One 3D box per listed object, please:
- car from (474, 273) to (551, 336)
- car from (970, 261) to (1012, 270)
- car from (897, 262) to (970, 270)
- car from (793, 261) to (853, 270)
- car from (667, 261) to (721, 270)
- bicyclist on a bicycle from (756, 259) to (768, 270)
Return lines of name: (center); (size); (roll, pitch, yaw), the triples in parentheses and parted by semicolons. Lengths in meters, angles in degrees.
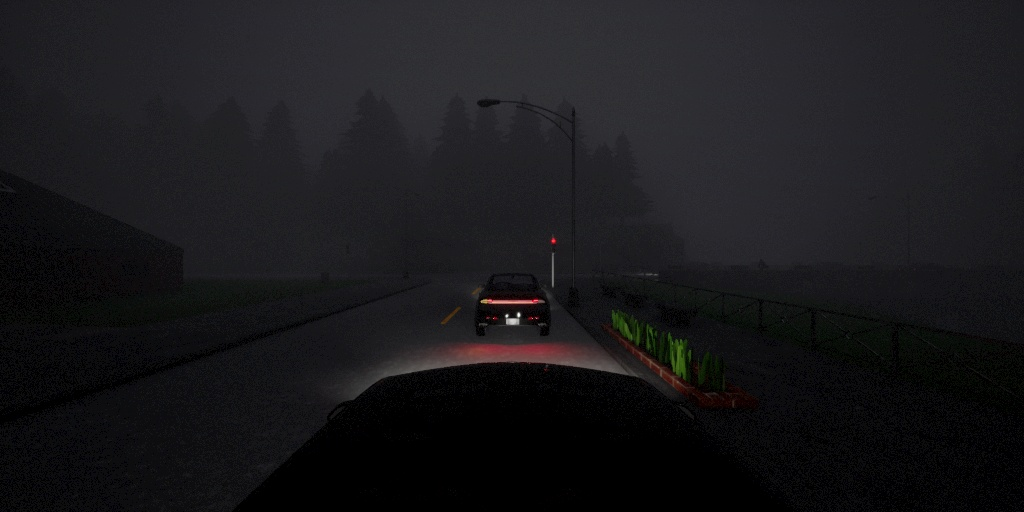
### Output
car: (0.022, 1.242, 10.375); (2.128, 1.511, 4.902); (0, 0, 0)
car: (50.442, 1.255, 38.611); (5.008, 1.535, 1.882); (0, 0, 0)
car: (40.461, 1.351, 34.637); (4.718, 1.301, 1.895); (0, 0, 0)
car: (33.498, 1.297, 38.752); (5.357, 1.411, 2.033); (0, 0, 0)
car: (19.577, 1.297, 38.793); (5.357, 1.411, 2.033); (0, 0, 0)
bicyclist on a bicycle: (21.220, 1.099, 30.390); (0.582, 1.620, 1.656); (0, 0, 0)
